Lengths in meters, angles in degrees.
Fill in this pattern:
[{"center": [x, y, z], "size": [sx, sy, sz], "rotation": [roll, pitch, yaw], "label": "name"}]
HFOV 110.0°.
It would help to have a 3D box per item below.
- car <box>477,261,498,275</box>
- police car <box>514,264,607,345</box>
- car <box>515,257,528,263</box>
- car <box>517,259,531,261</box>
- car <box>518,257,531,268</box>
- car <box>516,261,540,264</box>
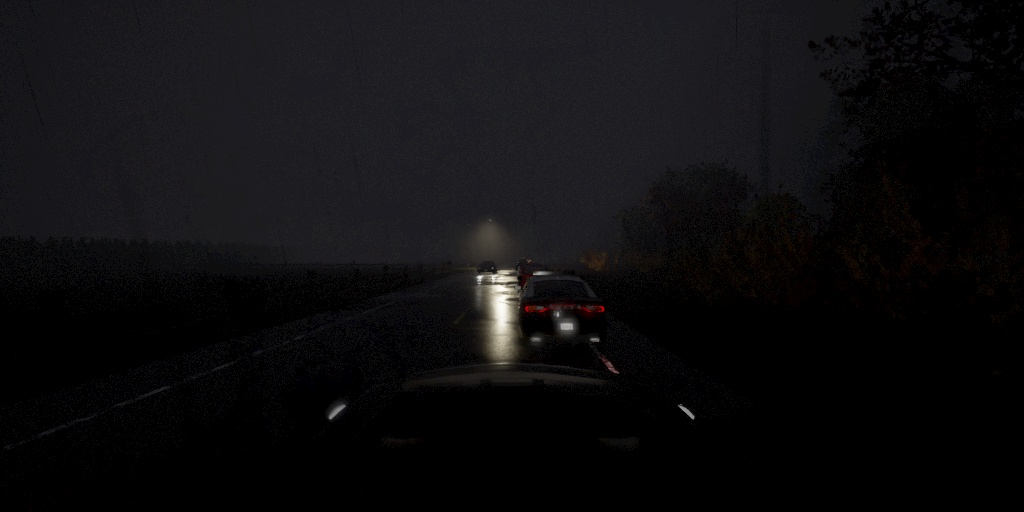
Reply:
[{"center": [-2.657, 1.255, 39.787], "size": [1.812, 1.442, 4.674], "rotation": [0, 0, 3], "label": "car"}, {"center": [1.101, 1.173, 9.597], "size": [1.930, 1.638, 5.238], "rotation": [0, 0, 1], "label": "police car"}, {"center": [1.458, 1.227, 49.185], "size": [1.837, 1.490, 4.892], "rotation": [0, 0, 4], "label": "car"}, {"center": [1.428, 1.218, 25.431], "size": [1.882, 1.535, 5.008], "rotation": [0, 0, 2], "label": "car"}, {"center": [2.167, 1.062, 61.116], "size": [2.097, 1.767, 4.553], "rotation": [0, 0, 4], "label": "car"}, {"center": [1.270, 1.222, 19.452], "size": [1.882, 1.535, 5.008], "rotation": [0, 0, 1], "label": "car"}]
